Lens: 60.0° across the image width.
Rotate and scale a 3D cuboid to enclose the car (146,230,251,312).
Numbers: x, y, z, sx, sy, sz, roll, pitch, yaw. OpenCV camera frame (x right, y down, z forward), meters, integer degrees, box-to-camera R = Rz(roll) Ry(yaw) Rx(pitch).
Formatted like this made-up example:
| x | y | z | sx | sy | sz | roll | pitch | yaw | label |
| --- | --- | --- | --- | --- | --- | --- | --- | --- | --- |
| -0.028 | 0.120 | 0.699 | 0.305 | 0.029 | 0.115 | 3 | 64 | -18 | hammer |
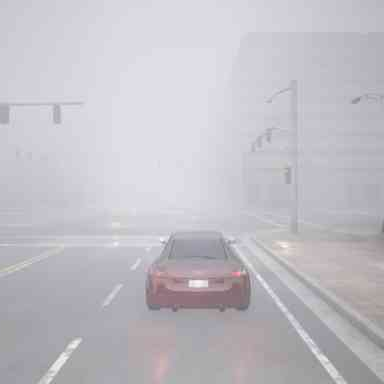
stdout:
| x | y | z | sx | sy | sz | roll | pitch | yaw | label |
| --- | --- | --- | --- | --- | --- | --- | --- | --- | --- |
| 0.117 | 1.564 | 7.784 | 1.994 | 1.385 | 4.181 | 0 | 0 | 0 | car |
